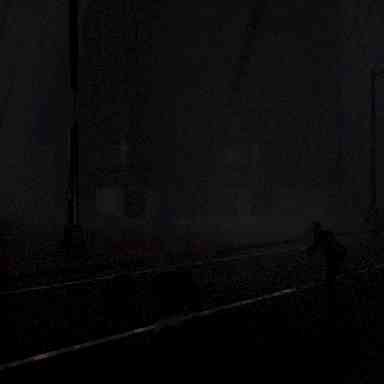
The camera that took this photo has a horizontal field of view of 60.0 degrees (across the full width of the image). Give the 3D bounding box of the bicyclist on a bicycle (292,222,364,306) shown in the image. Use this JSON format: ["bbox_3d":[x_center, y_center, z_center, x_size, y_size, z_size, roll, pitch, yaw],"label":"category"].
[{"bbox_3d":[2.754,1.455,6.952,0.582,1.620,1.656,0,-2,-35],"label":"bicyclist on a bicycle"}]
